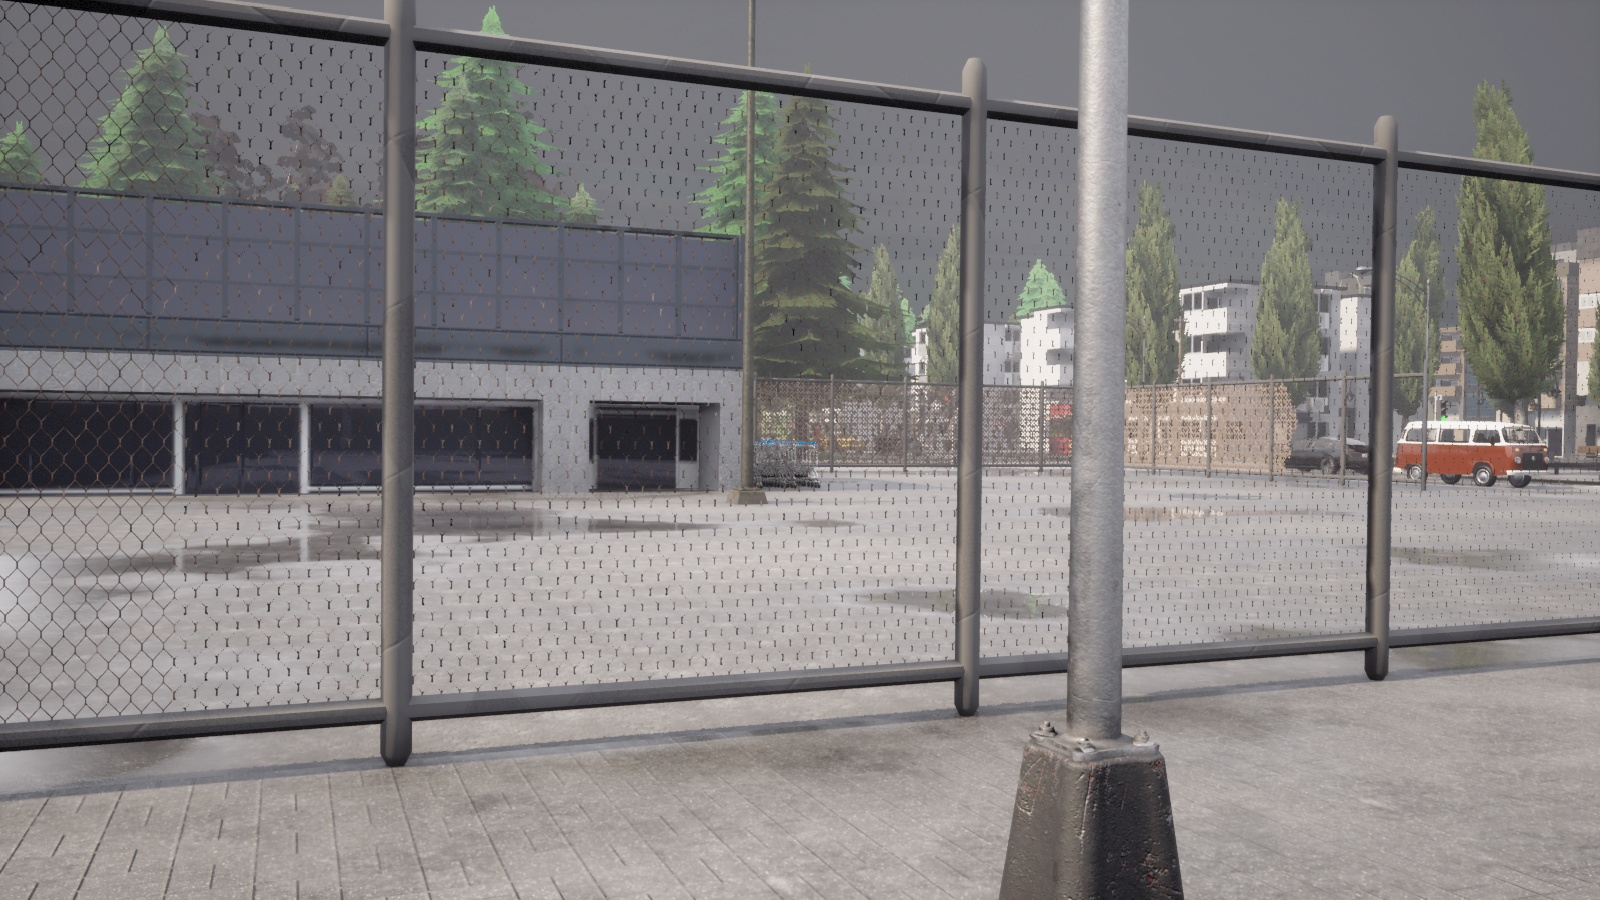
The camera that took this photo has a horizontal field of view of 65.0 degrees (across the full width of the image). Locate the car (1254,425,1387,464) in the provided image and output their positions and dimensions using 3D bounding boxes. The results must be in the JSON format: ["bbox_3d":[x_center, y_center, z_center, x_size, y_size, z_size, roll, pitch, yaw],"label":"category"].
[{"bbox_3d":[20.689,-0.242,50.152,2.163,1.488,4.792,-1,1,-22],"label":"car"}]

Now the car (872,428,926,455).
[{"bbox_3d":[5.938,-0.520,75.749,1.789,1.549,3.705,-1,1,-21],"label":"car"}]

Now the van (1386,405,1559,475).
[{"bbox_3d":[20.856,-0.341,39.153,2.069,2.038,4.480,-1,1,-22],"label":"van"}]

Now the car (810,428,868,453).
[{"bbox_3d":[2.559,-0.657,83.993,1.801,1.575,5.366,-1,1,-22],"label":"car"}]
